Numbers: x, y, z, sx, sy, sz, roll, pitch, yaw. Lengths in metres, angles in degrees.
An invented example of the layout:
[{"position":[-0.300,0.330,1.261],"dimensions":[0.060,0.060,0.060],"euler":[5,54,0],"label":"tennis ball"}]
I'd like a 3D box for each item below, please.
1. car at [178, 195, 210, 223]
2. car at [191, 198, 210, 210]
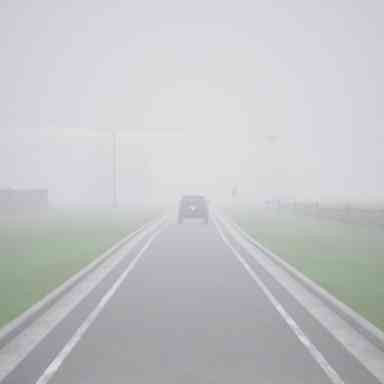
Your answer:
[{"position":[0.130,1.220,25.243],"dimensions":[2.150,2.045,5.566],"euler":[0,0,1],"label":"car"},{"position":[1.186,1.553,43.699],"dimensions":[1.994,1.385,4.181],"euler":[0,0,10],"label":"car"}]
